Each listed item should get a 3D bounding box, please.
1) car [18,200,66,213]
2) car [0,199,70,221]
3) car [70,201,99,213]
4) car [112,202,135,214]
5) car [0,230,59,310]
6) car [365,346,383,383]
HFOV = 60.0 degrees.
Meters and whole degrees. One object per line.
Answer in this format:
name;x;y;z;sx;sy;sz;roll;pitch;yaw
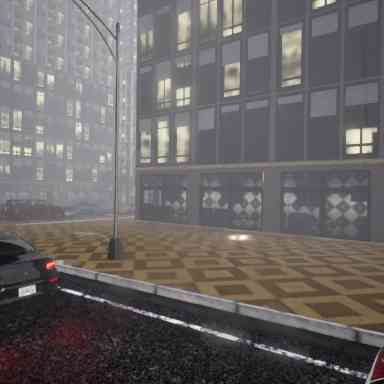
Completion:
car;-17.302;1.643;38.621;1.752;1.417;4.829;1;0;36
car;-13.796;1.520;29.249;2.192;1.841;5.009;1;0;36
car;-13.219;1.753;39.779;1.994;1.385;4.181;1;0;36
car;-7.007;1.830;38.468;1.752;1.417;4.829;1;0;36
car;-4.696;1.522;7.020;4.674;1.442;1.812;0;0;35
car;3.196;1.353;1.409;4.553;1.767;2.097;0;0;35
